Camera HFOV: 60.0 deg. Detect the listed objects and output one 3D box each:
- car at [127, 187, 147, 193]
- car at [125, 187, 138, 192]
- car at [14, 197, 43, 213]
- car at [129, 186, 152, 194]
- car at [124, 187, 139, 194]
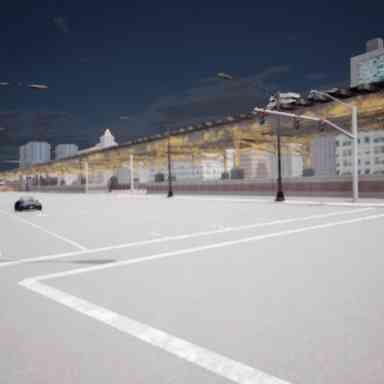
[{"bbox_3d":[-12.125,-0.617,78.393,4.536,1.218,1.853,-1,2,18],"label":"car"},{"bbox_3d":[-14.845,-0.644,82.211,1.853,1.218,4.536,-2,2,8],"label":"car"},{"bbox_3d":[-15.559,1.153,31.522,1.994,1.385,4.181,-3,3,-35],"label":"car"},{"bbox_3d":[-12.170,-0.459,78.414,4.974,1.542,2.038,-1,2,18],"label":"car"},{"bbox_3d":[-14.847,-0.485,82.165,2.038,1.542,4.974,-2,2,8],"label":"car"}]
